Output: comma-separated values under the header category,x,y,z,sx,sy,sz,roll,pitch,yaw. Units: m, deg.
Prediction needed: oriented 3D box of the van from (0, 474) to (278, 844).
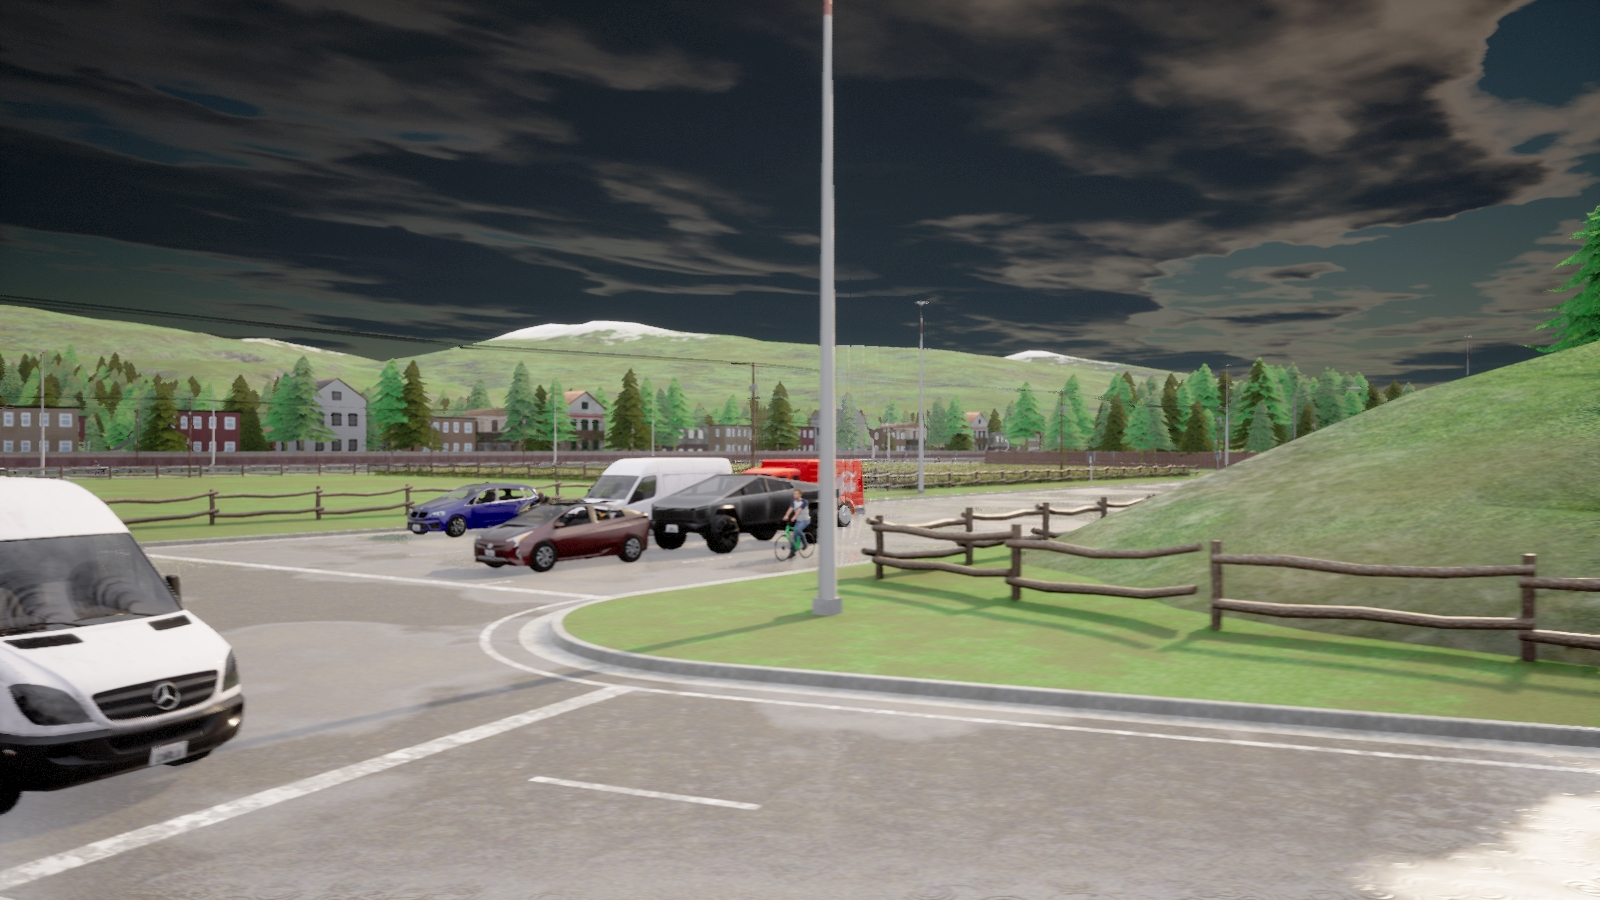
category,x,y,z,sx,sy,sz,roll,pitch,yaw
van,-7.652,1.529,10.297,5.915,2.561,1.988,0,0,25

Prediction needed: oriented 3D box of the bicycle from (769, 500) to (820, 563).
category,x,y,z,sx,sy,sz,roll,pitch,yaw
bicycle,-0.127,2.055,29.184,0.373,1.496,1.643,0,0,38

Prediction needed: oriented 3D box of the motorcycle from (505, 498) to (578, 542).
category,x,y,z,sx,sy,sz,roll,pitch,yaw
motorcycle,-8.122,2.199,36.007,0.867,1.251,2.209,0,0,38

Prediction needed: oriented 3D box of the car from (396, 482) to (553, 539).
category,x,y,z,sx,sy,sz,roll,pitch,yaw
car,-10.818,1.959,38.238,2.242,1.667,4.611,0,0,38

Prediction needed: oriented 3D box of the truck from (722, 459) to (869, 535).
category,x,y,z,sx,sy,sz,roll,pitch,yaw
truck,-0.072,1.565,40.772,2.627,2.467,5.204,0,0,37

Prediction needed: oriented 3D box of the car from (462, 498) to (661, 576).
category,x,y,z,sx,sy,sz,roll,pitch,yaw
car,-5.681,2.035,27.744,2.007,1.525,4.514,0,0,37

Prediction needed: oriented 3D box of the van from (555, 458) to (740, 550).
category,x,y,z,sx,sy,sz,roll,pitch,yaw
van,-4.526,1.530,34.930,1.988,2.561,5.915,0,0,38

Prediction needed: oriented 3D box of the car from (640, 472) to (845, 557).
category,x,y,z,sx,sy,sz,roll,pitch,yaw
car,-1.514,1.752,33.091,2.390,2.098,6.274,0,0,38
